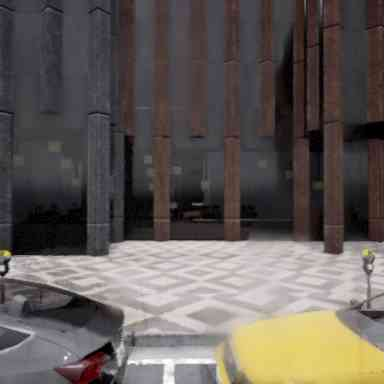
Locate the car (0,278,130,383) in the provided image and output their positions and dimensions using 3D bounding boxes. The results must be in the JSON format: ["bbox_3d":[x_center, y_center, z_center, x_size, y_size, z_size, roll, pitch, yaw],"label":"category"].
[{"bbox_3d":[-2.781,1.602,3.225,4.313,1.339,1.947,0,-1,-2],"label":"car"}]

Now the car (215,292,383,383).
[{"bbox_3d":[2.682,1.587,3.429,4.829,1.417,1.752,0,-1,-2],"label":"car"}]
